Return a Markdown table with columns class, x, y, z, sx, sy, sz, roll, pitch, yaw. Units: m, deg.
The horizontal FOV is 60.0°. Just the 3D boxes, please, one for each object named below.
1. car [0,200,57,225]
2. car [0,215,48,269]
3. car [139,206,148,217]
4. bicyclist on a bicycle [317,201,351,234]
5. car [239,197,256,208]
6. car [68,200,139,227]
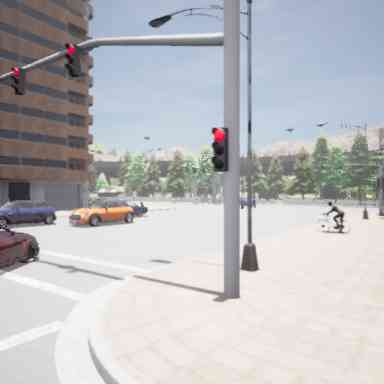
| class | x | y | z | sx | sy | sz | roll | pitch | yaw |
| --- | --- | --- | --- | --- | --- | --- | --- | --- | --- |
| car | -11.439 | 1.356 | 21.909 | 2.097 | 1.767 | 4.553 | 0 | 0 | 38 |
| car | -6.100 | 1.565 | 9.398 | 1.994 | 1.385 | 4.181 | -1 | 0 | 2 |
| car | -6.113 | 1.604 | 29.152 | 1.895 | 1.301 | 4.718 | 0 | 0 | 36 |
| bicyclist on a bicycle | 7.187 | 1.301 | 16.919 | 1.656 | 1.620 | 0.582 | 0 | 0 | 36 |
| car | 7.439 | 1.450 | 48.530 | 1.882 | 1.535 | 5.008 | 0 | 0 | -19 |
| car | -6.215 | 1.355 | 23.066 | 2.097 | 1.767 | 4.553 | 0 | 0 | 36 |
